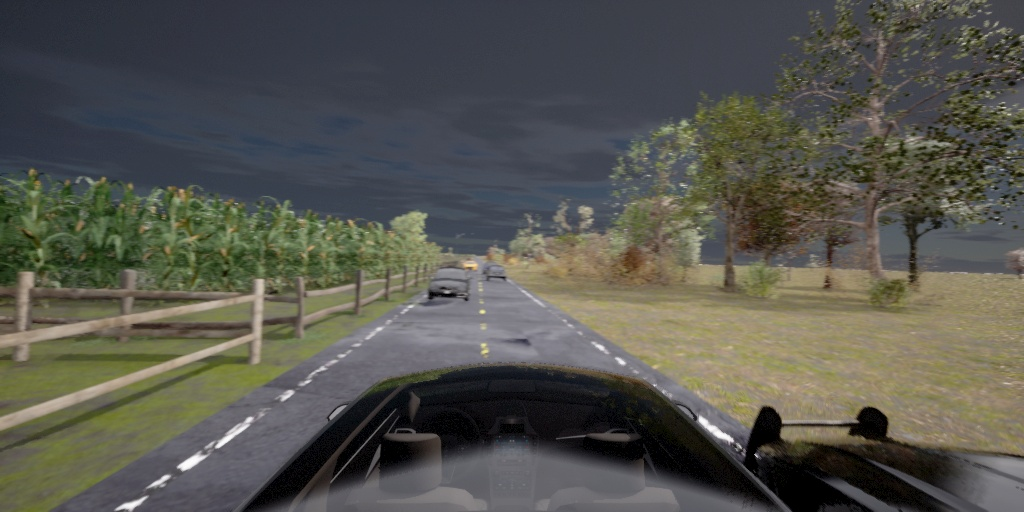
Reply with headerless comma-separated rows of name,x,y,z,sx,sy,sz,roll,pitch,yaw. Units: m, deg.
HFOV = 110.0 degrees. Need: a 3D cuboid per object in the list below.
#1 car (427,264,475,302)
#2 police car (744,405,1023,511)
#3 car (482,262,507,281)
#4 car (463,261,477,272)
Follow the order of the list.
car,-2.947,1.299,17.535,1.837,1.490,4.892,3,-1,-5
police car,2.506,1.274,0.257,1.930,1.638,5.238,3,-1,-5
car,-1.525,1.587,33.840,2.033,1.411,5.357,3,-1,-6
car,-6.229,1.501,53.554,1.882,1.535,5.008,3,-1,-5
